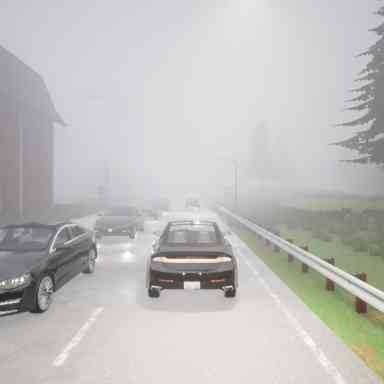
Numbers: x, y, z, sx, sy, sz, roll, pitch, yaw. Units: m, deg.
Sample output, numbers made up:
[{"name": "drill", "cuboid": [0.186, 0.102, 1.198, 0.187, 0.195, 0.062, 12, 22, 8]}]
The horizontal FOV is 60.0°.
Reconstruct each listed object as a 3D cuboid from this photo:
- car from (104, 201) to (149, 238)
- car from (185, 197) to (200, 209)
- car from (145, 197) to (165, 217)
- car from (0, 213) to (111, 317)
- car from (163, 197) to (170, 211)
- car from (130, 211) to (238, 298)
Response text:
[{"name": "car", "cuboid": [-3.598, 1.442, 17.092, 1.837, 1.490, 4.892, 0, 0, 0]}, {"name": "car", "cuboid": [0.075, 1.389, 43.234, 2.033, 1.411, 5.357, 0, 0, 0]}, {"name": "car", "cuboid": [-3.594, 1.424, 27.357, 1.812, 1.442, 4.674, 0, 0, 0]}, {"name": "car", "cuboid": [-3.600, 1.464, 7.621, 2.128, 1.511, 4.902, 0, 0, 0]}, {"name": "car", "cuboid": [-3.553, 1.337, 37.845, 1.882, 1.535, 5.008, 0, 0, 0]}, {"name": "car", "cuboid": [0.001, 1.464, 8.440, 2.128, 1.511, 4.902, 0, 0, 0]}]
